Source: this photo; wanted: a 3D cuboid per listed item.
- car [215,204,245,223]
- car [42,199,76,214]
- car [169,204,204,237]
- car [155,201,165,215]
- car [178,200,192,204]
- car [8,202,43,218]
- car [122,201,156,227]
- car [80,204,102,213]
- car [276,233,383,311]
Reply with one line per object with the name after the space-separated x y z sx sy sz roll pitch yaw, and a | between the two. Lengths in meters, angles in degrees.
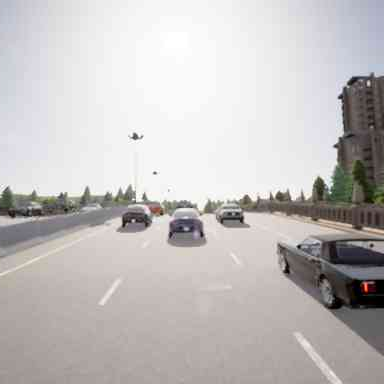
2.955 1.690 26.713 2.033 1.411 5.357 -1 0 -2 | car
-14.961 1.524 38.383 2.097 1.767 4.553 -1 -2 -2 | car
-0.340 1.650 18.774 1.812 1.442 4.674 -1 0 -1 | car
-4.375 1.840 39.471 2.097 1.767 4.553 -1 -3 -1 | car
-0.817 1.702 36.971 2.097 1.767 4.553 -1 -2 -2 | car
-18.435 1.896 37.101 2.097 1.767 4.553 -1 -2 -1 | car
-3.997 1.704 24.763 1.837 1.490 4.892 -1 0 -1 | car
-11.454 2.082 38.393 1.812 1.442 4.674 -1 -2 -2 | car
3.452 1.617 7.785 1.895 1.301 4.718 -1 0 -2 | car
